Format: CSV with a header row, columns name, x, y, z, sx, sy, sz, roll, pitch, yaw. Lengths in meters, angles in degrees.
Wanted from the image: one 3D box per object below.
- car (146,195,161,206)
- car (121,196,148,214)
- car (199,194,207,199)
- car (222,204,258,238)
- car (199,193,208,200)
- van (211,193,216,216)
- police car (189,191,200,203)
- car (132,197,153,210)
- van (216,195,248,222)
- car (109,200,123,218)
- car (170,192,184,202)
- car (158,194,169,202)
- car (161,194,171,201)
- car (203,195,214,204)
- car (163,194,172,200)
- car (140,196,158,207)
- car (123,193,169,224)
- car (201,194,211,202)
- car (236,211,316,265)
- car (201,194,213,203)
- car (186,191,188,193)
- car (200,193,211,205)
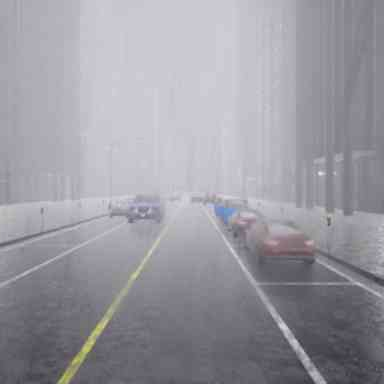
name,x,y,z,sx,sy,sz,roll,pitch,yaw
car,-5.768,1.250,50.679,1.752,1.417,4.829,0,0,0
car,-5.766,1.255,33.817,1.967,1.590,4.097,0,0,0
car,2.752,1.121,84.920,1.947,1.339,4.313,0,0,0
car,2.761,1.489,16.789,1.802,1.307,4.206,0,0,0
car,2.753,1.022,79.241,1.967,1.590,4.097,0,0,0
van,2.760,1.187,28.143,1.690,1.788,3.998,0,0,0
police car,0.893,1.106,59.170,1.930,1.638,5.238,0,0,0
car,-5.767,1.311,39.325,1.752,1.417,4.829,0,0,0
van,2.760,1.217,22.466,1.690,1.788,3.998,0,0,0
car,-5.765,1.397,28.141,2.008,1.369,4.403,0,0,0
car,-3.031,1.215,64.366,1.994,1.385,4.181,0,0,1
car,-5.771,1.162,67.712,1.752,1.417,4.829,0,0,0
car,-5.771,1.153,73.558,1.887,1.381,4.507,0,0,0
car,2.756,1.218,56.702,1.752,1.417,4.829,0,0,0
car,-5.772,1.148,79.236,1.947,1.339,4.313,0,0,0
car,-5.767,1.320,45.173,1.947,1.339,4.313,0,0,0
car,-3.100,1.090,23.740,2.150,2.045,5.566,0,0,0
car,2.754,1.181,67.887,1.887,1.381,4.507,0,0,0
car,2.762,1.520,11.111,1.802,1.307,4.206,0,0,0
car,2.755,1.105,62.209,1.967,1.590,4.097,0,0,0
car,-0.010,0.968,93.795,2.128,1.511,4.902,0,0,0
car,2.757,1.039,50.852,2.192,1.841,5.009,0,0,0
